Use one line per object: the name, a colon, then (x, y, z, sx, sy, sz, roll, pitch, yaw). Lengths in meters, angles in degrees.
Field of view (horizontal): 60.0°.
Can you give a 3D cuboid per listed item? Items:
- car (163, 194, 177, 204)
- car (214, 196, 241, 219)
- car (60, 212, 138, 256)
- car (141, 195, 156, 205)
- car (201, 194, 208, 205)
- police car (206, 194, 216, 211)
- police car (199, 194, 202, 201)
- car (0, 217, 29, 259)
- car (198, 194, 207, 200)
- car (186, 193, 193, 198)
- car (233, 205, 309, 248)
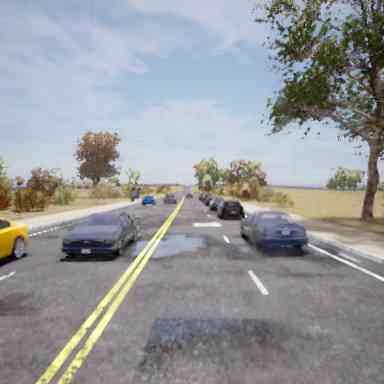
car: (-3.637, 1.136, 55.687, 2.097, 1.767, 4.553, 0, 0, 0)
car: (3.158, 1.378, 27.936, 1.882, 1.535, 5.008, 0, 0, 0)
car: (-3.375, 1.503, 13.231, 2.033, 1.411, 5.357, 0, 0, 0)
car: (-6.864, 1.276, 52.738, 1.882, 1.535, 5.008, 0, 0, 0)
car: (2.976, 1.312, 49.987, 2.163, 1.488, 4.792, 0, 0, -1)
police car: (3.079, 1.361, 38.947, 2.038, 1.542, 4.974, 0, 0, 0)
police car: (2.852, 1.183, 61.071, 1.930, 1.638, 5.238, 0, 0, -1)
car: (-6.616, 1.446, 9.541, 1.882, 1.535, 5.008, 0, 0, 0)
car: (2.605, 1.151, 82.960, 1.837, 1.490, 4.892, 0, 0, -1)
car: (-0.741, 1.002, 91.909, 1.812, 1.442, 4.674, 0, 0, -1)
car: (3.323, 1.498, 14.426, 2.033, 1.411, 5.357, 0, 0, -1)
